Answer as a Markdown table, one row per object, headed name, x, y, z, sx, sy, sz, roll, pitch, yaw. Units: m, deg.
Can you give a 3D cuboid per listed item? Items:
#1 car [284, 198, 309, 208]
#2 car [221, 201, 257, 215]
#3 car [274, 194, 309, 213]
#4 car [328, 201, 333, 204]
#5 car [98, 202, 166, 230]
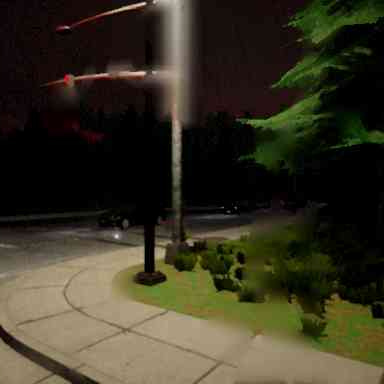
| name | x | y | z | sx | sy | sz | roll | pitch | yaw |
| --- | --- | --- | --- | --- | --- | --- | --- | --- | --- |
| car | 14.989 | 1.571 | 47.483 | 1.895 | 1.301 | 4.718 | 0 | 0 | 37 |
| car | 4.760 | 1.564 | 33.507 | 1.895 | 1.301 | 4.718 | 0 | 0 | 35 |
| car | 10.563 | 1.186 | 35.321 | 2.150 | 2.045 | 5.566 | 0 | 0 | 36 |
| car | 22.516 | 1.455 | 51.517 | 2.128 | 1.511 | 4.902 | 0 | 0 | 37 |
| car | -3.717 | 1.441 | 21.289 | 1.882 | 1.535 | 5.008 | 0 | 0 | 35 |
